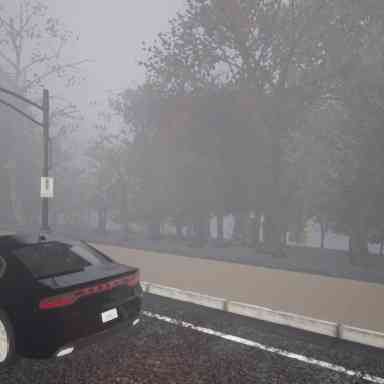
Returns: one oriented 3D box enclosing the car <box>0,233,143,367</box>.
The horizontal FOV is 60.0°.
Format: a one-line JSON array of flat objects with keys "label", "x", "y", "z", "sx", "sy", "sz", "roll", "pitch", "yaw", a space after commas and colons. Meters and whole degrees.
[{"label": "car", "x": -3.076, "y": 1.477, "z": 5.871, "sx": 5.008, "sy": 1.535, "sz": 1.882, "roll": 0, "pitch": 0, "yaw": 37}]
